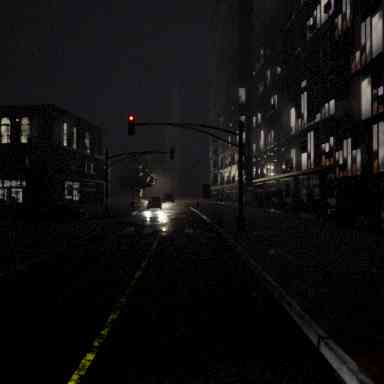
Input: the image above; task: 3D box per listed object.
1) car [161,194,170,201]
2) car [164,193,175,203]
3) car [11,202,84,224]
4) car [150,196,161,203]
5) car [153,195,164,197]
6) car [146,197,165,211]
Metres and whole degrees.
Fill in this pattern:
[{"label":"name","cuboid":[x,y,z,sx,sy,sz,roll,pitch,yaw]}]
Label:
[{"label":"car","cuboid":[-6.416,1.335,79.403,1.812,1.442,4.674,0,0,-10]},{"label":"car","cuboid":[-4.868,1.208,69.136,2.150,2.045,5.566,0,0,-8]},{"label":"car","cuboid":[-10.504,1.510,24.251,5.008,1.535,1.882,0,1,-14]},{"label":"car","cuboid":[-7.609,1.544,68.864,1.994,1.385,4.181,0,0,-8]},{"label":"car","cuboid":[-5.881,1.492,54.094,1.837,1.490,4.892,0,0,-6]},{"label":"car","cuboid":[-4.641,1.594,41.235,1.895,1.301,4.718,0,0,-5]}]
